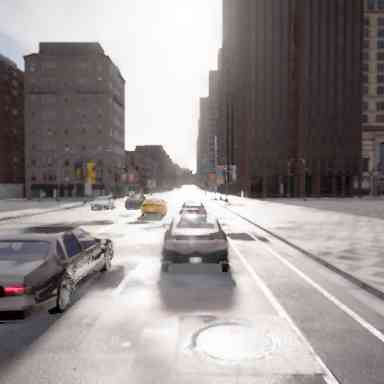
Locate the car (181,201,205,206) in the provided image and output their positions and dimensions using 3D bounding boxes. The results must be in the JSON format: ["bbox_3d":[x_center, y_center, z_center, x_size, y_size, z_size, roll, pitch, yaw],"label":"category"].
[{"bbox_3d":[0.082,1.377,25.624,1.895,1.301,4.718,0,0,0],"label":"car"}]

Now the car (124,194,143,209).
[{"bbox_3d":[-6.585,1.023,39.257,2.097,1.767,4.553,0,1,0],"label":"car"}]

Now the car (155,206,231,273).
[{"bbox_3d":[0.085,1.392,10.340,2.128,1.511,4.902,0,0,0],"label":"car"}]

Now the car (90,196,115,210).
[{"bbox_3d":[-9.841,1.214,36.924,1.812,1.442,4.674,0,0,0],"label":"car"}]

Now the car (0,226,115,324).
[{"bbox_3d":[-3.183,1.476,7.380,2.033,1.411,5.357,0,1,0],"label":"car"}]

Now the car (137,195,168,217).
[{"bbox_3d":[-3.160,1.230,28.581,1.882,1.535,5.008,0,0,0],"label":"car"}]
